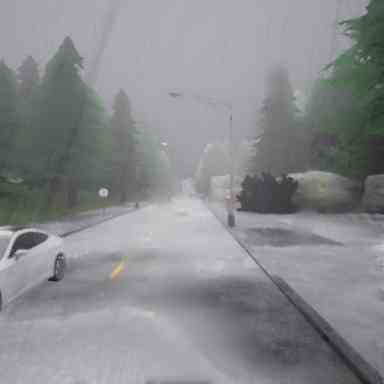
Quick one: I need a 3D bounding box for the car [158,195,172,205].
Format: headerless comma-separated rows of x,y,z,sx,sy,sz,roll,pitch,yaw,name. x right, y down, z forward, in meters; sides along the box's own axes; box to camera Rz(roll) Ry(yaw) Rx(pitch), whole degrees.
-4.133,1.170,51.026,2.033,1.411,5.357,0,0,0,car

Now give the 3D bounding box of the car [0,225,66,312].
-4.114,1.478,6.833,1.812,1.442,4.674,0,1,0,car
